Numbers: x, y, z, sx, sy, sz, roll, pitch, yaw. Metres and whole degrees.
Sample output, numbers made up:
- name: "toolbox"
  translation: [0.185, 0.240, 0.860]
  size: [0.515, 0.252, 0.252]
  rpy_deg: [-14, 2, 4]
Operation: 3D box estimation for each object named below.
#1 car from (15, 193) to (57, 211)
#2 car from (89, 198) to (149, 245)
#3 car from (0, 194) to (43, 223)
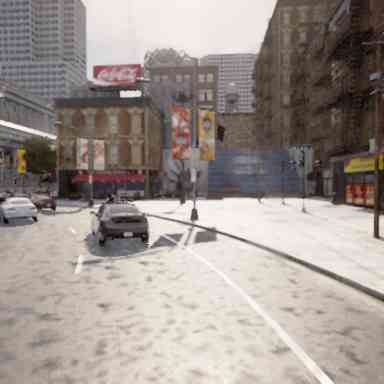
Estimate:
- name: "car"
  translation: [-13.458, 0.907, 29.046]
  size: [4.674, 1.442, 1.812]
  rpy_deg: [1, 2, 45]
- name: "car"
  translation: [-3.108, 1.194, 13.927]
  size: [1.837, 1.490, 4.892]
  rpy_deg: [0, 1, -21]
- name: "car"
  translation: [-11.178, 1.077, 21.257]
  size: [1.812, 1.442, 4.674]
  rpy_deg: [-1, 2, -35]
